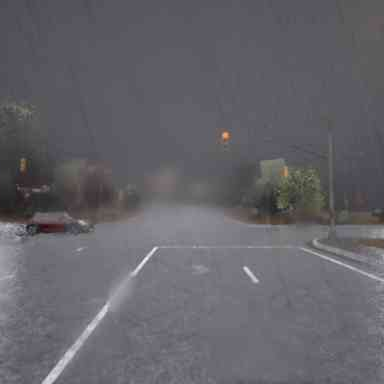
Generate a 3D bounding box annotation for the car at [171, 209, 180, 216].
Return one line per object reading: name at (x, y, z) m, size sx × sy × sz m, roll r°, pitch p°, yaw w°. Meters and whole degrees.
car at (-3.493, 4.419, 71.882) m, size 2.033 × 1.411 × 5.357 m, roll 0°, pitch -1°, yaw 0°

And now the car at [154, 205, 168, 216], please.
car at (-6.993, 4.234, 71.901) m, size 2.097 × 1.767 × 4.553 m, roll 0°, pitch -1°, yaw 0°

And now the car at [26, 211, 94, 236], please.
car at (-9.592, 2.223, 24.412) m, size 4.553 × 1.767 × 2.097 m, roll 0°, pitch -4°, yaw 4°
